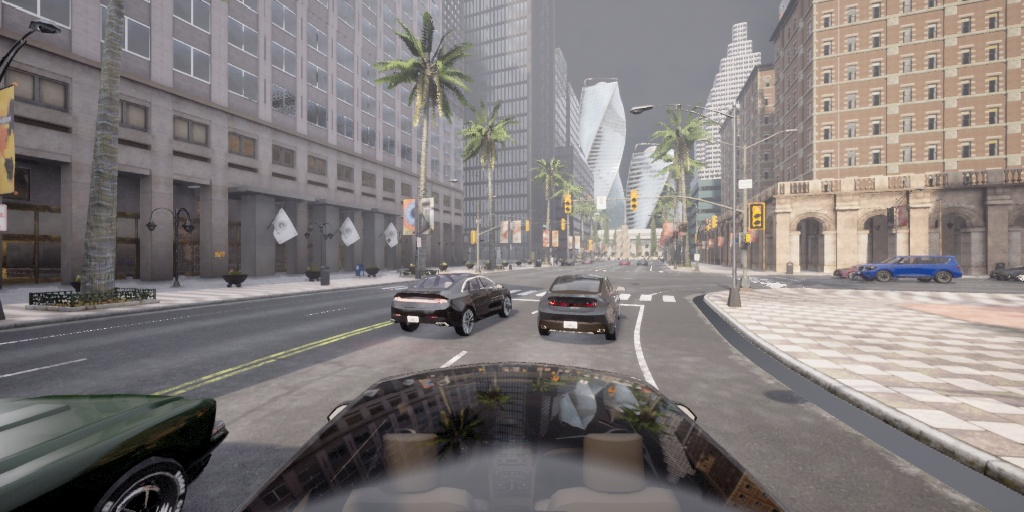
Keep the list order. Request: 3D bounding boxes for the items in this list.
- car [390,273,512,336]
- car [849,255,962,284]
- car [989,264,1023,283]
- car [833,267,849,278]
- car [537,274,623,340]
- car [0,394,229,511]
[{"bbox_3d":[-1.482,1.242,10.541,2.128,1.511,4.902,0,0,19],"label":"car"},{"bbox_3d":[29.878,0.971,27.201,5.566,2.045,2.150,0,0,21],"label":"car"},{"bbox_3d":[39.849,1.256,27.045,4.892,1.490,1.837,0,0,21],"label":"car"},{"bbox_3d":[30.394,1.314,30.759,4.181,1.385,1.994,0,0,21],"label":"car"},{"bbox_3d":[2.042,1.255,10.123,1.837,1.490,4.892,0,0,18],"label":"car"},{"bbox_3d":[-3.312,1.351,0.814,1.895,1.301,4.718,0,0,1],"label":"car"}]
